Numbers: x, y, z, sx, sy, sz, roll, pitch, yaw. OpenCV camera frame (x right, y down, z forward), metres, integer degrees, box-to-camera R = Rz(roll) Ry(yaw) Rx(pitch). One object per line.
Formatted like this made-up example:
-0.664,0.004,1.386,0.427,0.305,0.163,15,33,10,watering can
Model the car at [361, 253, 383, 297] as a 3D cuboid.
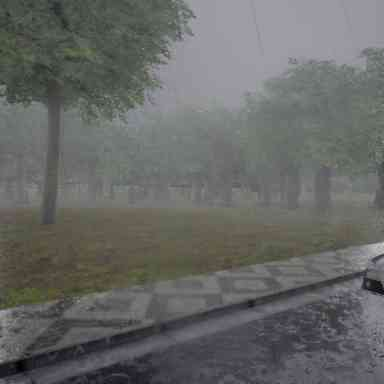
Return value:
5.643,1.593,7.404,4.181,1.385,1.994,0,0,-36,car
